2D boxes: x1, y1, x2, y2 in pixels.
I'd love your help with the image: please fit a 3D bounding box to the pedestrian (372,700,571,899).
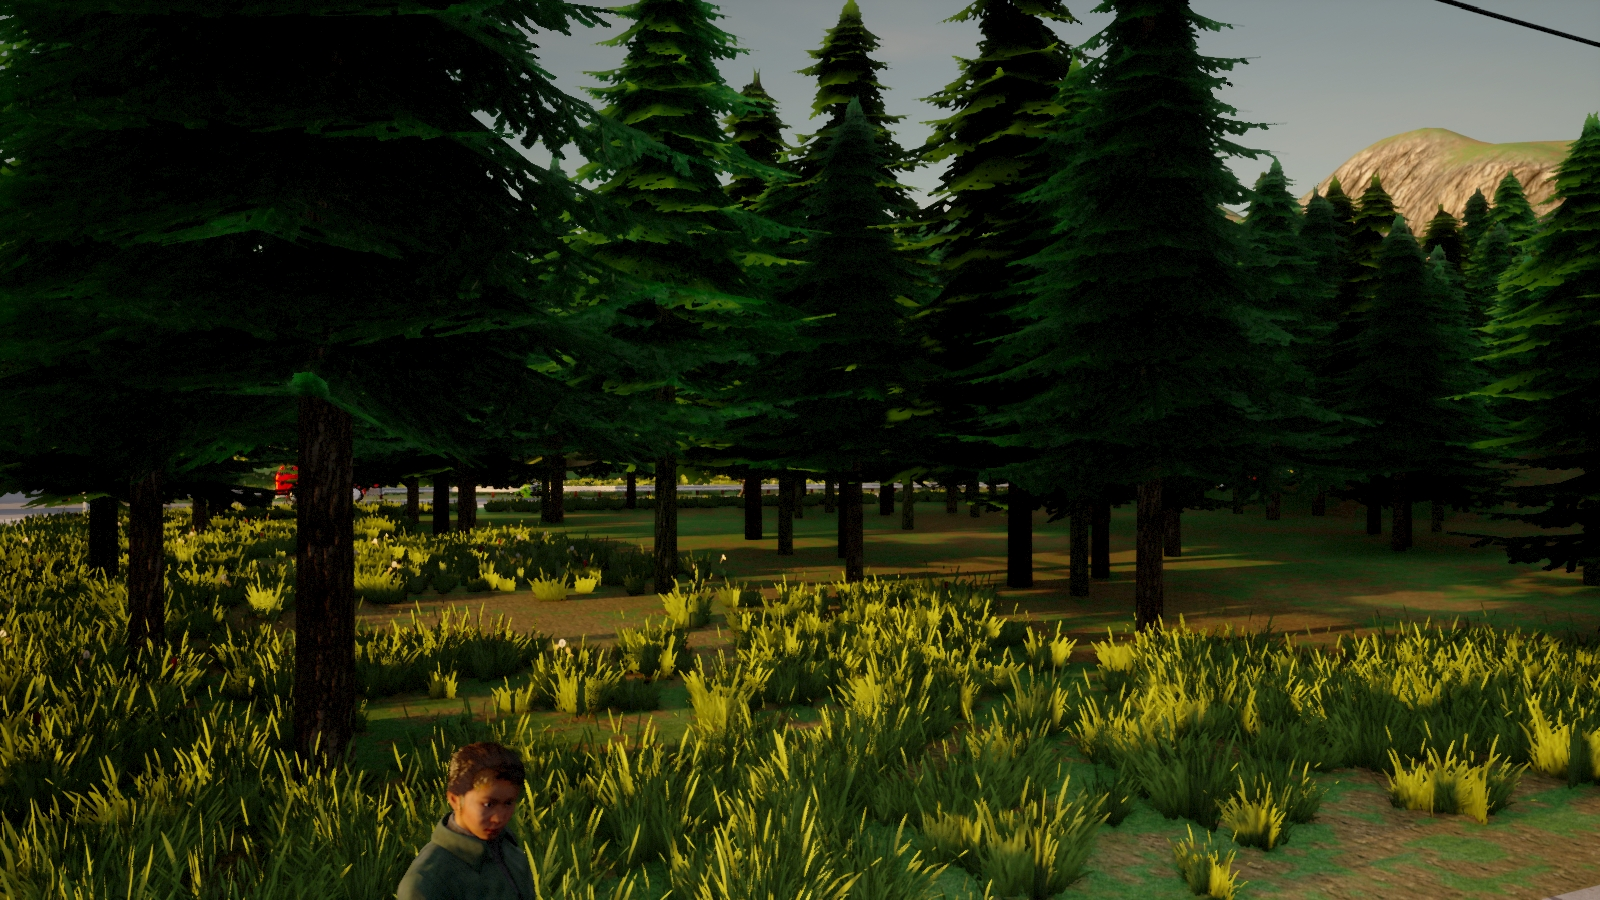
[{"bbox_3d":[-0.884,1.663,3.114,0.375,1.860,0.375,0,0,19],"label":"pedestrian"}]
